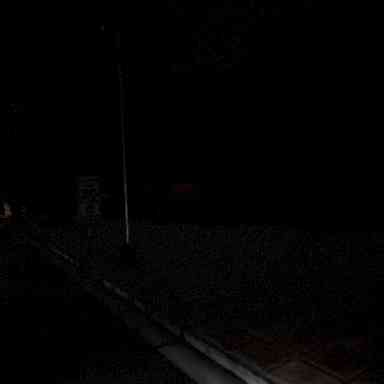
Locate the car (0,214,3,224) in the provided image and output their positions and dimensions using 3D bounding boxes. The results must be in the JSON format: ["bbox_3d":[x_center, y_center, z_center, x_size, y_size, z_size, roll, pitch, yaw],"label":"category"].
[{"bbox_3d":[-23.808,3.078,39.709,2.128,1.511,4.902,-3,-1,-32],"label":"car"}]
